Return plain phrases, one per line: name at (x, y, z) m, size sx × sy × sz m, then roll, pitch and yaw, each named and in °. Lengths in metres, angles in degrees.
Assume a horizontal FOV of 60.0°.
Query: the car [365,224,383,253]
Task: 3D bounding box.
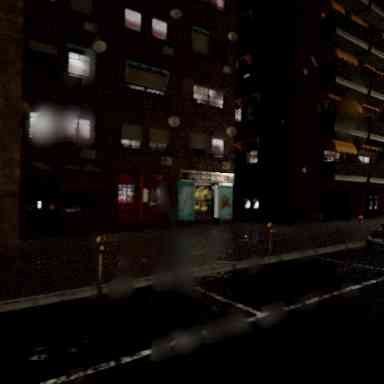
car at (8.113, 1.577, 12.287) m, size 4.206 × 1.307 × 1.802 m, roll 0°, pitch 1°, yaw -35°
